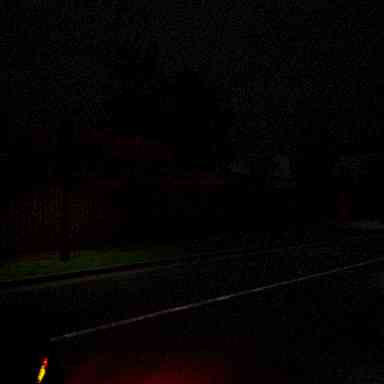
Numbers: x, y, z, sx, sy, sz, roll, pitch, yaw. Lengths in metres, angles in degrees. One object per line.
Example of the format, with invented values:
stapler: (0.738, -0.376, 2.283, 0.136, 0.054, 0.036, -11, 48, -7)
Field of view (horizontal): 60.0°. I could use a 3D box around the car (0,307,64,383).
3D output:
car: (-3.255, 1.505, 1.664, 4.892, 1.490, 1.837, 0, 0, -35)
